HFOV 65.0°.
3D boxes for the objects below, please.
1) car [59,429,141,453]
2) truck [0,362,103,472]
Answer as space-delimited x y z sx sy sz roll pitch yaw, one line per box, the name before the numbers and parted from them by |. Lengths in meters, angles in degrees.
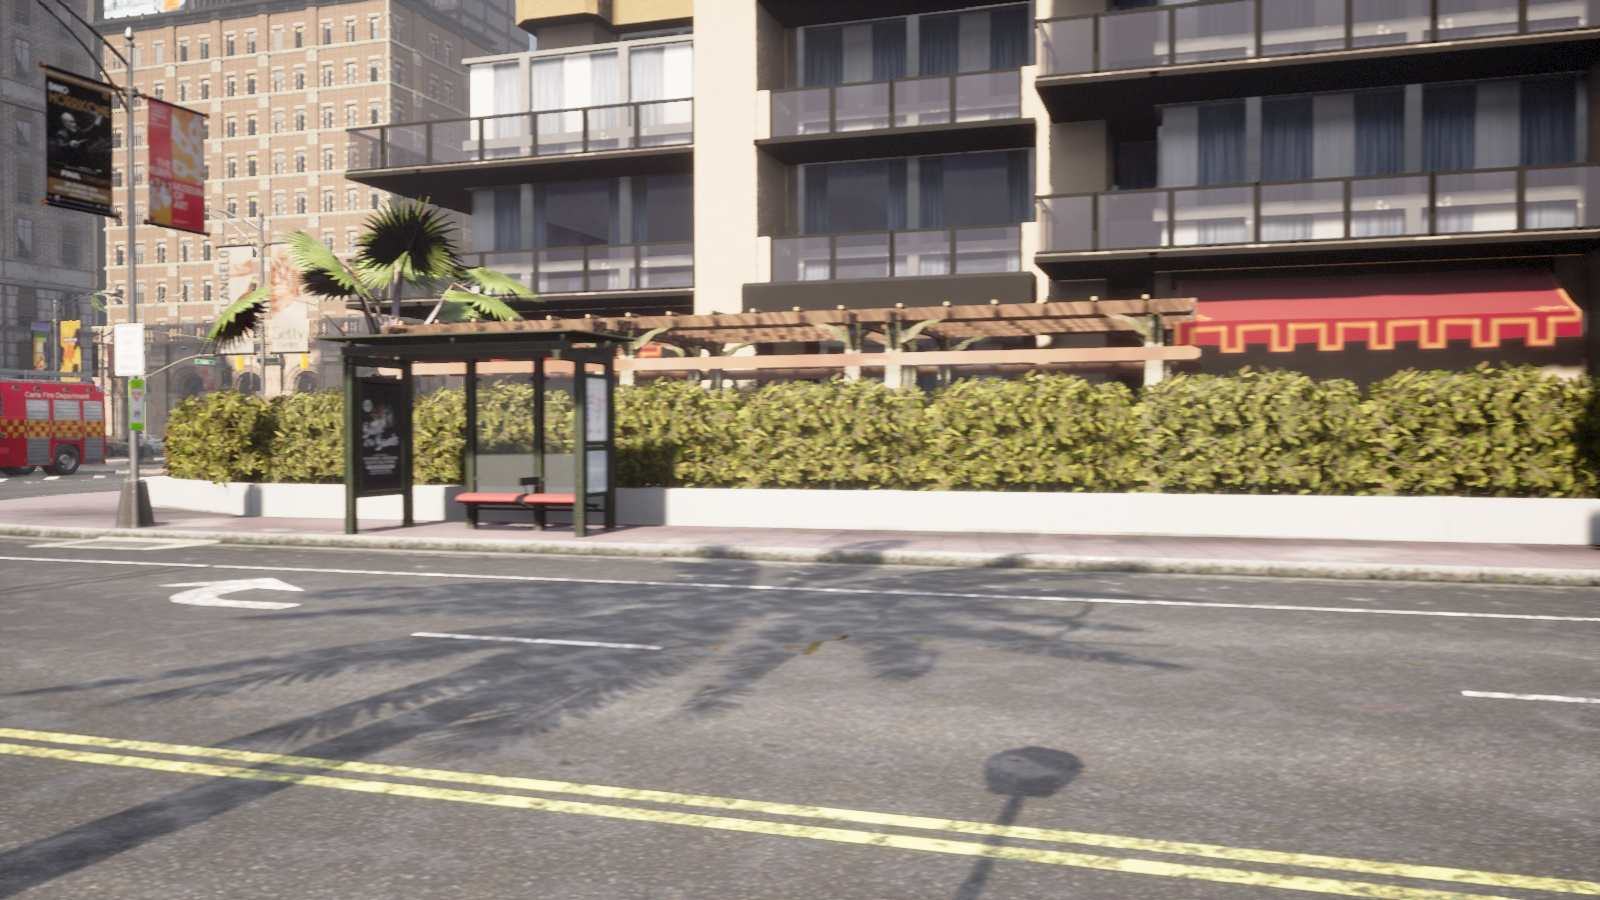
car | -44.047 -0.578 78.998 4.674 1.442 1.812 1 1 18
truck | -29.030 -1.150 43.894 2.891 3.827 8.468 1 1 18
